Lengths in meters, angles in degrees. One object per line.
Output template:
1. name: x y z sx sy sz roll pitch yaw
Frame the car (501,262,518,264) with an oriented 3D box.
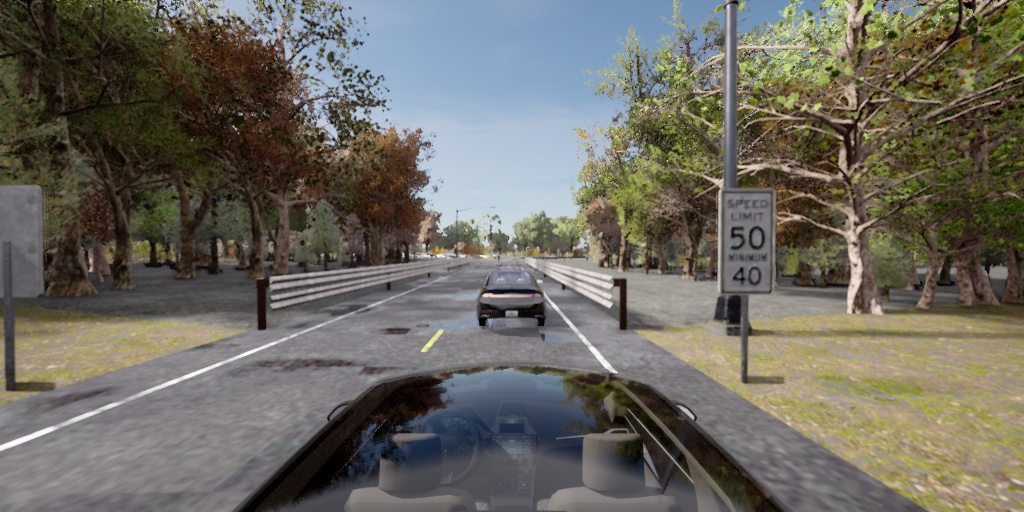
1. car: -0.231 1.133 30.507 1.895 1.301 4.718 0 0 -1

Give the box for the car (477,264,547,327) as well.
1. car: -0.023 1.171 11.158 2.128 1.511 4.902 0 1 0
